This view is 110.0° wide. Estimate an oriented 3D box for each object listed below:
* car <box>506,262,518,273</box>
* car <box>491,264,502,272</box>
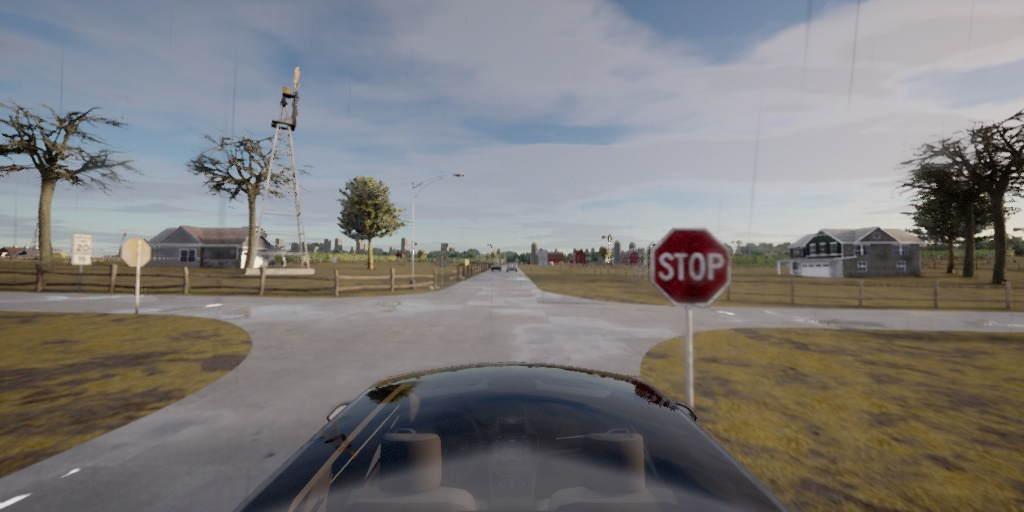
[{"bbox_3d":[-0.017,2.037,59.859,2.033,1.411,5.357,0,-1,0],"label":"car"},{"bbox_3d":[-2.769,2.159,64.831,1.895,1.301,4.718,0,-1,0],"label":"car"}]
